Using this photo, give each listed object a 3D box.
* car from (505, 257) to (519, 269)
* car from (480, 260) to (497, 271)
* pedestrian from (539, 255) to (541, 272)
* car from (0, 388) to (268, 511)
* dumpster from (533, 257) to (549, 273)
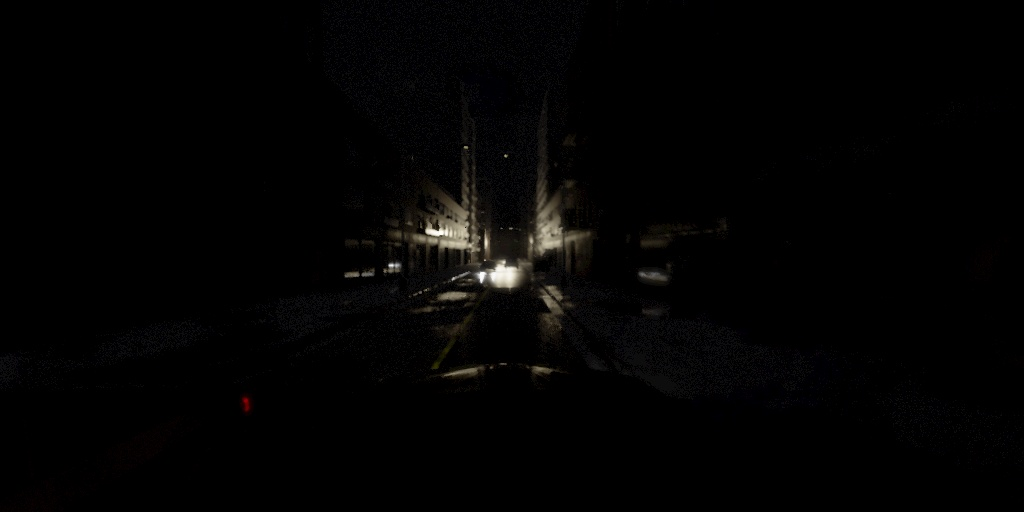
[{"bbox_3d":[0.028,1.127,51.448,1.994,1.385,4.181,0,0,2],"label":"car"},{"bbox_3d":[-2.837,1.189,43.971,1.895,1.301,4.718,0,0,0],"label":"car"},{"bbox_3d":[3.005,0.747,38.753,0.375,1.860,0.375,-1,1,-14],"label":"pedestrian"},{"bbox_3d":[-2.850,1.317,1.008,1.994,1.385,4.181,0,0,0],"label":"car"},{"bbox_3d":[3.006,1.005,37.760,1.020,1.700,1.940,0,0,0],"label":"dumpster"}]
